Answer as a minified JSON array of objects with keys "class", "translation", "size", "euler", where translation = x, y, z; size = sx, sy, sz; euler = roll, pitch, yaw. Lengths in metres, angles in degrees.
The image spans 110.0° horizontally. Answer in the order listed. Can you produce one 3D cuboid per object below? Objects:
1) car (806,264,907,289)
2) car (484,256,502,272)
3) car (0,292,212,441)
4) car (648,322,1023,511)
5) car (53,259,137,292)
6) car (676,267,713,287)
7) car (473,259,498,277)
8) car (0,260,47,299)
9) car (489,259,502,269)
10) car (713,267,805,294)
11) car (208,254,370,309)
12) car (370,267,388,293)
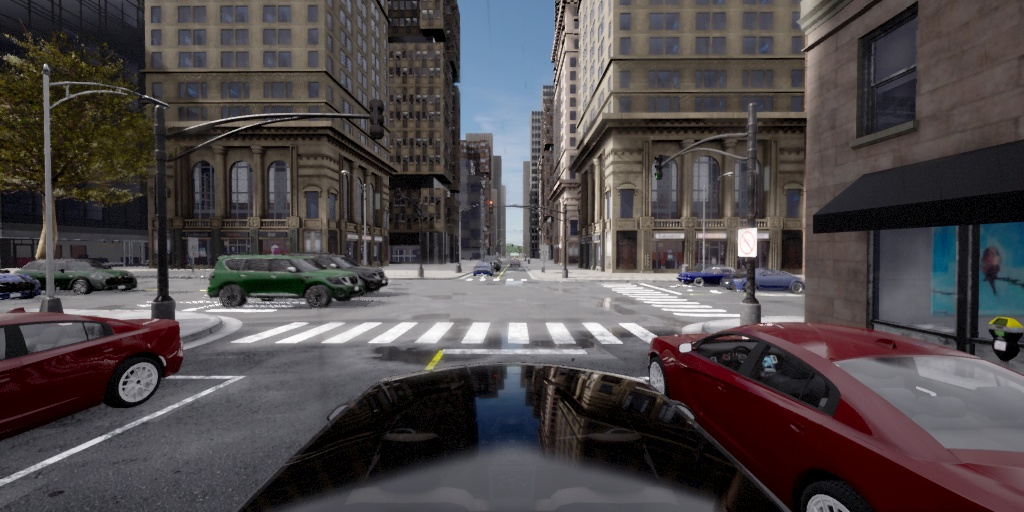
[{"class":"car","translation":[23.169,1.359,24.249],"size":[5.008,1.535,1.882],"euler":[0,1,0]},{"class":"car","translation":[-2.714,0.961,46.406],"size":[2.150,2.045,5.566],"euler":[0,0,1]},{"class":"car","translation":[-5.755,1.294,3.438],"size":[1.888,1.381,4.507],"euler":[0,0,0]},{"class":"car","translation":[2.770,1.294,3.371],"size":[1.888,1.381,4.507],"euler":[0,0,0]},{"class":"car","translation":[-21.754,0.956,17.941],"size":[4.553,1.767,2.097],"euler":[0,1,1]},{"class":"car","translation":[13.810,1.402,24.334],"size":[4.718,1.301,1.895],"euler":[0,1,1]},{"class":"car","translation":[-2.809,1.289,36.220],"size":[2.033,1.411,5.357],"euler":[0,0,0]},{"class":"car","translation":[-22.535,0.997,14.698],"size":[4.553,1.767,2.097],"euler":[0,1,1]},{"class":"car","translation":[-2.603,1.243,56.860],"size":[1.837,1.490,4.892],"euler":[0,0,1]},{"class":"car","translation":[14.634,1.419,21.076],"size":[4.181,1.385,1.994],"euler":[0,1,0]},{"class":"car","translation":[-9.081,0.968,14.580],"size":[5.566,2.045,2.150],"euler":[0,1,1]},{"class":"car","translation":[-9.141,0.923,17.830],"size":[5.566,2.045,2.150],"euler":[0,1,1]}]
